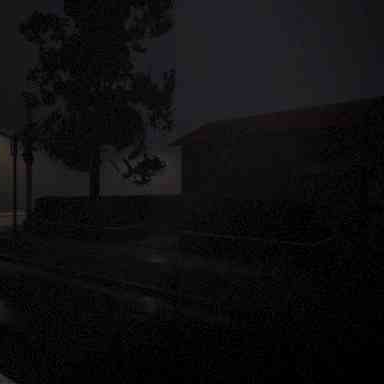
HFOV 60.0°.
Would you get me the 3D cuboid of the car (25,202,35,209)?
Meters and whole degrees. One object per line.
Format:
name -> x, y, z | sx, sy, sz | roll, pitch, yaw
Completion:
car -> -19.394, 1.609, 43.772 | 1.812, 1.442, 4.674 | 0, 0, 36
